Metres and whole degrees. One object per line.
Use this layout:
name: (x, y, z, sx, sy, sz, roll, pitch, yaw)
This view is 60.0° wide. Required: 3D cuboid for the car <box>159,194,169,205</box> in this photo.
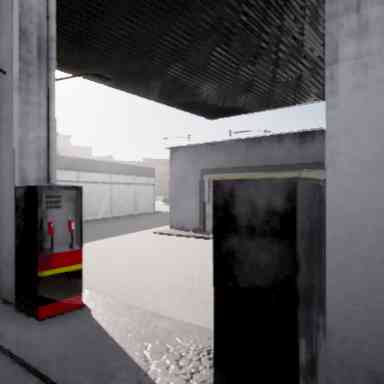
car: (-2.824, 1.500, 59.148, 4.902, 1.511, 2.128, 0, 0, -38)
